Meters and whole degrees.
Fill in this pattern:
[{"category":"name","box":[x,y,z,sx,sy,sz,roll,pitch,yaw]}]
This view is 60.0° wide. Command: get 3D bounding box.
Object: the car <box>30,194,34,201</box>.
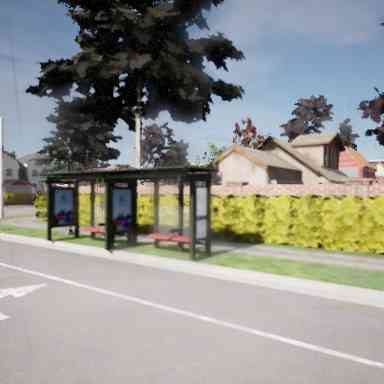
[{"category":"car","box":[-27.916,0.988,56.252,3.806,1.475,1.970,0,0,36]}]
